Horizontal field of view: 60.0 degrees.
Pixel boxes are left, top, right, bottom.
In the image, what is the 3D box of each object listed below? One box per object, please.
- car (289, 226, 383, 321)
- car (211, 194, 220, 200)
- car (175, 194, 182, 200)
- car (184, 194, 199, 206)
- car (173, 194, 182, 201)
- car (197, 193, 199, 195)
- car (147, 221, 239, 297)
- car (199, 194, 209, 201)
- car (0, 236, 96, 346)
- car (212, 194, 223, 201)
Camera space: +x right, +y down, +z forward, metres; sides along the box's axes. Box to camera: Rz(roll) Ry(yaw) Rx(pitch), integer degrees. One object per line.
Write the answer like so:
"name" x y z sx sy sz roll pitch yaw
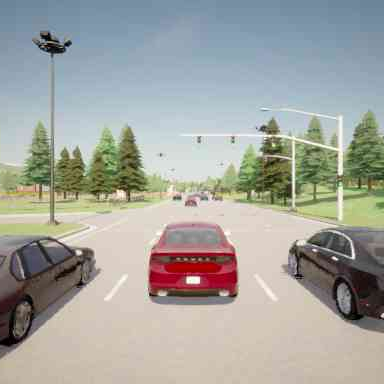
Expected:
"car" 3.577 1.504 7.248 1.837 1.490 4.892 0 0 0
"car" 6.673 1.372 94.287 2.033 1.411 5.357 0 0 0
"car" -3.827 1.310 94.250 1.882 1.535 5.008 0 0 0
"car" -0.184 1.525 53.230 1.812 1.442 4.674 0 0 0
"car" -3.791 1.469 83.831 1.882 1.535 5.008 0 0 0
"car" 3.173 1.357 94.275 2.128 1.511 4.902 0 0 0
"car" 0.033 1.478 8.628 1.882 1.535 5.008 0 0 0
"car" 3.208 1.516 84.272 1.812 1.442 4.674 0 0 0
"car" -3.420 1.547 6.279 2.033 1.411 5.357 0 0 0
"car" 6.709 1.517 83.867 2.128 1.511 4.902 0 0 0
